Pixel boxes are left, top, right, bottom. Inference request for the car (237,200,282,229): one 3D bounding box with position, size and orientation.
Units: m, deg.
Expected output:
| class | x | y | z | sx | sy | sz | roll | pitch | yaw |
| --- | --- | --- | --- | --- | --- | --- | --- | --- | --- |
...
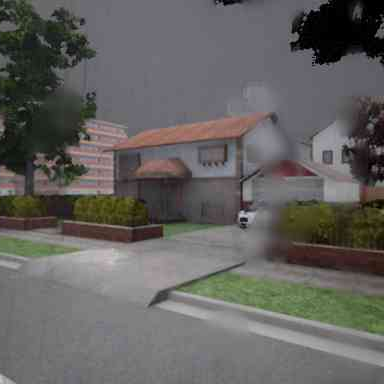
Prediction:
| class | x | y | z | sx | sy | sz | roll | pitch | yaw |
| --- | --- | --- | --- | --- | --- | --- | --- | --- | --- |
| car | 3.955 | 1.159 | 17.487 | 1.970 | 1.475 | 3.806 | 0 | 0 | 36 |
